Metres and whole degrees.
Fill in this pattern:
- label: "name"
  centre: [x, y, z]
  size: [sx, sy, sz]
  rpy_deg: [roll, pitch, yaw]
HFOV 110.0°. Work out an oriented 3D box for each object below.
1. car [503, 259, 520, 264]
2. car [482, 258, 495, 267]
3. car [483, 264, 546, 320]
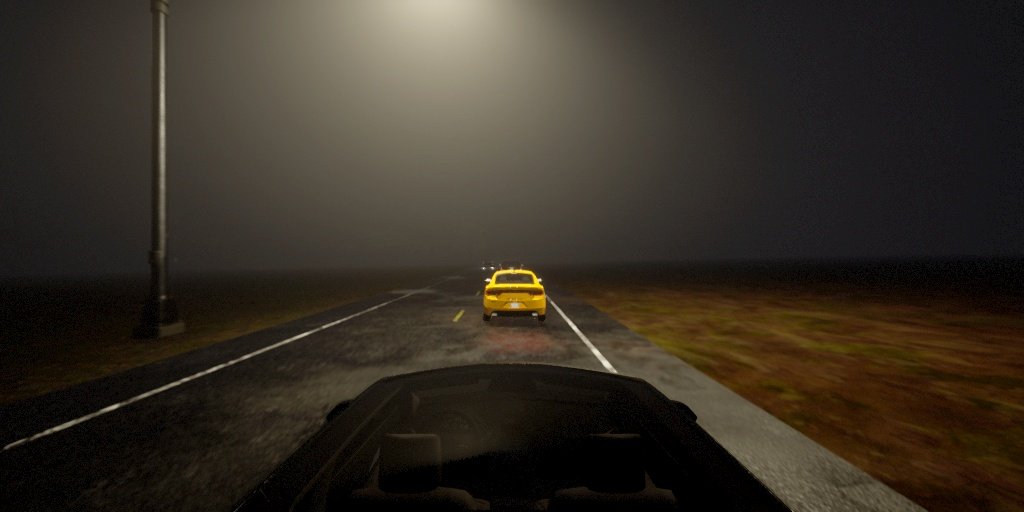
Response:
- label: "car"
  centre: [-0.060, 1.099, 30.785]
  size: [2.097, 1.767, 4.553]
  rpy_deg: [0, 0, -1]
- label: "car"
  centre: [-4.241, 1.128, 64.705]
  size: [2.097, 1.767, 4.553]
  rpy_deg: [0, 0, -1]
- label: "car"
  centre: [0.072, 1.223, 12.617]
  size: [1.882, 1.535, 5.008]
  rpy_deg: [0, 0, 0]
